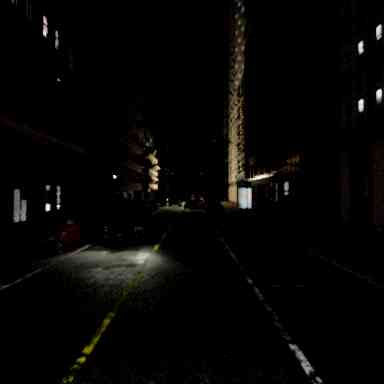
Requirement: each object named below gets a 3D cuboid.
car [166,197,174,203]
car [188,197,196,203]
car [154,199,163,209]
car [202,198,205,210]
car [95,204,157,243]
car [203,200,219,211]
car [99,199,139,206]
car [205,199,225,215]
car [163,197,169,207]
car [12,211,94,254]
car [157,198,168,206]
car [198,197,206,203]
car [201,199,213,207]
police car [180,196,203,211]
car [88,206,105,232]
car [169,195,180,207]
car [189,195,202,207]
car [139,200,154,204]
[{"bbox_3d":[-5.719,2.031,87.228,1.967,1.590,4.097,0,0,0],"label":"car"},{"bbox_3d":[-0.026,1.914,81.921,1.837,1.490,4.892,0,0,0],"label":"car"},{"bbox_3d":[-5.706,1.861,47.689,2.008,1.369,4.403,0,0,0],"label":"car"},{"bbox_3d":[2.676,1.713,42.043,1.967,1.590,4.097,0,0,0],"label":"car"},{"bbox_3d":[-3.107,1.584,16.814,1.882,1.535,5.008,0,0,0],"label":"car"},{"bbox_3d":[2.674,1.862,47.692,2.008,1.369,4.403,0,0,0],"label":"car"},{"bbox_3d":[-5.700,1.476,25.097,2.192,1.841,5.009,0,0,0],"label":"car"},{"bbox_3d":[2.678,1.762,36.565,1.752,1.417,4.829,0,0,0],"label":"car"},{"bbox_3d":[-5.710,1.954,58.986,1.947,1.339,4.313,0,0,0],"label":"car"},{"bbox_3d":[-5.695,1.668,13.798,1.802,1.307,4.206,0,0,0],"label":"car"},{"bbox_3d":[-5.712,1.952,64.465,1.752,1.417,4.829,0,0,0],"label":"car"},{"bbox_3d":[2.661,2.137,87.230,1.887,1.381,4.507,0,0,0],"label":"car"},{"bbox_3d":[2.671,1.955,58.989,1.947,1.339,4.313,0,0,0],"label":"car"},{"bbox_3d":[0.232,1.733,47.190,1.930,1.638,5.238,0,0,-18],"label":"police car"},{"bbox_3d":[-5.697,1.706,19.447,1.802,1.307,4.206,0,0,0],"label":"car"},{"bbox_3d":[-3.064,1.616,59.966,2.150,2.045,5.566,0,0,1],"label":"car"},{"bbox_3d":[0.651,1.642,63.229,2.150,2.045,5.566,0,0,-4],"label":"car"},{"bbox_3d":[-5.702,1.675,36.393,1.967,1.590,4.097,0,0,0],"label":"car"}]
